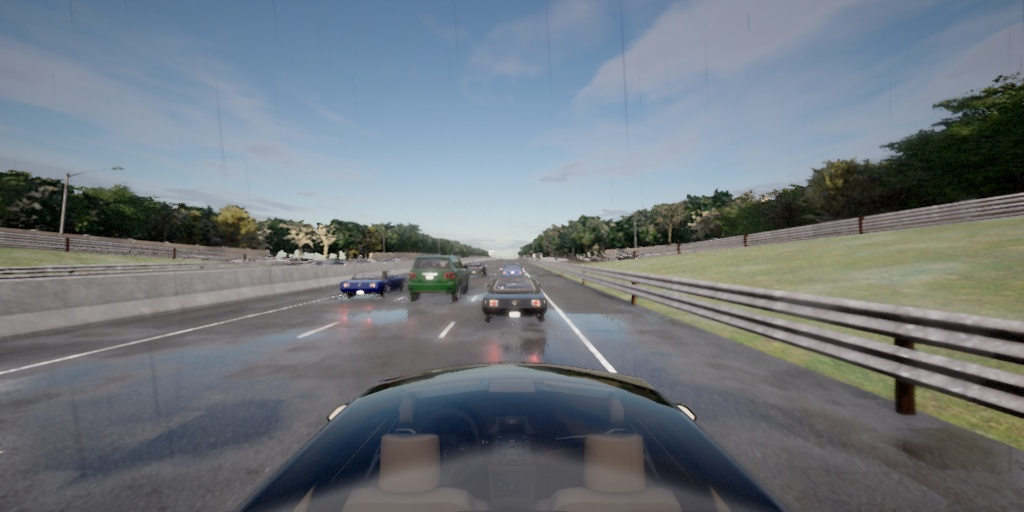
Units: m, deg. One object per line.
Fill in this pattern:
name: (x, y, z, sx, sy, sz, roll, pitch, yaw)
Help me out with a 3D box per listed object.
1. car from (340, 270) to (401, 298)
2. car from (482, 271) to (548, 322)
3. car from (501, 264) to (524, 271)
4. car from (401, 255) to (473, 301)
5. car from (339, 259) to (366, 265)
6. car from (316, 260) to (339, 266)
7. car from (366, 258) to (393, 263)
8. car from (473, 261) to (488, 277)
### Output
car: (-6.931, 1.374, 18.600, 1.895, 1.301, 4.718, 0, 0, 0)
car: (0.080, 1.365, 12.342, 1.895, 1.301, 4.718, 0, 0, 0)
car: (0.045, 1.327, 29.800, 2.033, 1.411, 5.357, 0, 0, 0)
car: (-3.429, 0.992, 17.618, 2.150, 2.045, 5.566, 0, 0, 0)
car: (-21.170, 1.147, 49.036, 2.097, 1.767, 4.553, 0, 0, 0)
car: (-24.671, 1.273, 48.847, 1.882, 1.535, 5.008, 0, 0, 0)
car: (-17.672, 1.145, 49.052, 2.097, 1.767, 4.553, 0, 0, 0)
car: (-3.466, 1.276, 35.200, 2.128, 1.511, 4.902, 0, 0, 0)
